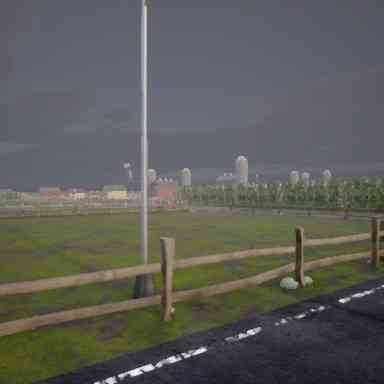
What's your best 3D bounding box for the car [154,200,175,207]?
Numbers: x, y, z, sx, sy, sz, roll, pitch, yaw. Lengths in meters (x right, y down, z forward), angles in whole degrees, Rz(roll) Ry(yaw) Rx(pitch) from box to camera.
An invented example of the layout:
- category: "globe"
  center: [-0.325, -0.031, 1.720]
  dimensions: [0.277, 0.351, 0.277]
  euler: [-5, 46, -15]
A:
- category: "car"
  center: [-4.878, 2.079, 59.701]
  dimensions: [1.895, 1.301, 4.718]
  euler: [0, 0, -35]
